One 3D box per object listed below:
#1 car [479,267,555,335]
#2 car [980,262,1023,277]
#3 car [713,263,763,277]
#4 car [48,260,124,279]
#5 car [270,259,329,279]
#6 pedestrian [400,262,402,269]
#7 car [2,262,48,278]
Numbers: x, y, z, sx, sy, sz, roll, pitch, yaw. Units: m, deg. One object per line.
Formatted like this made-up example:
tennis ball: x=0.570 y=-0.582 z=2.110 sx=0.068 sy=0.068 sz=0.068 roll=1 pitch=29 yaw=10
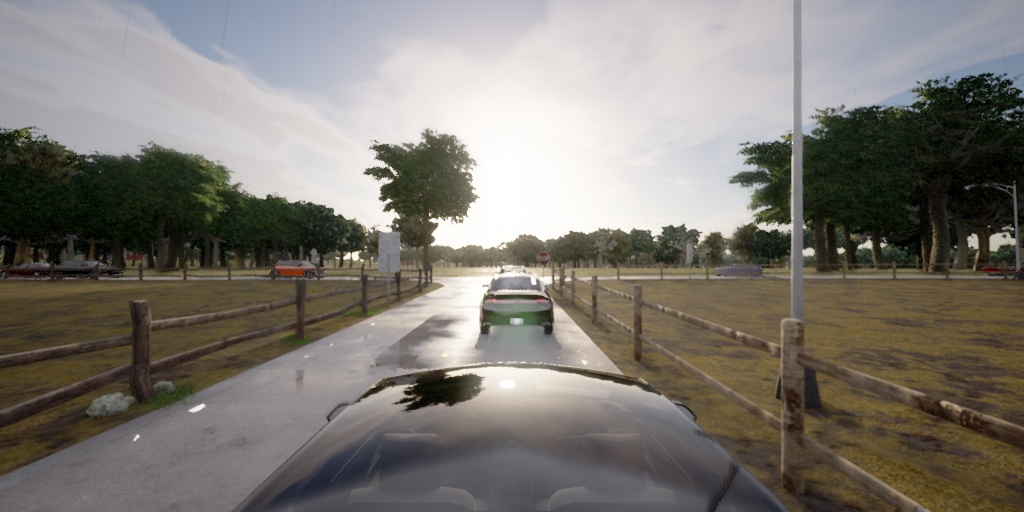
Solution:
car: x=0.117 y=1.255 z=10.465 sx=2.128 sy=1.511 sz=4.902 roll=0 pitch=0 yaw=0
car: x=45.272 y=1.206 z=31.758 sx=4.718 sy=1.301 sz=1.895 roll=-1 pitch=-2 yaw=15
car: x=22.007 y=1.356 z=35.060 sx=4.181 sy=1.385 sz=1.994 roll=0 pitch=-2 yaw=2
car: x=-38.096 y=1.184 z=32.440 sx=4.553 sy=1.767 sz=2.097 roll=0 pitch=-2 yaw=0
car: x=-19.050 y=1.192 z=32.386 sx=4.553 sy=1.767 sz=2.097 roll=0 pitch=-2 yaw=0
pedestrian: x=-12.033 y=1.273 z=38.346 sx=0.375 sy=1.860 sz=0.375 roll=0 pitch=-2 yaw=0
car: x=-46.981 y=1.387 z=35.341 sx=5.008 sy=1.535 sz=1.882 roll=0 pitch=-2 yaw=1
